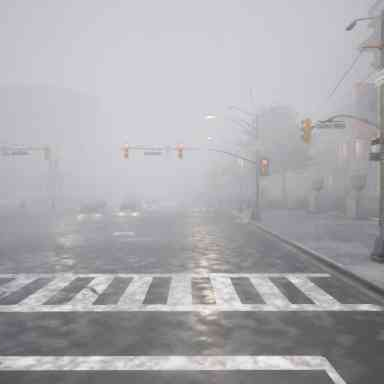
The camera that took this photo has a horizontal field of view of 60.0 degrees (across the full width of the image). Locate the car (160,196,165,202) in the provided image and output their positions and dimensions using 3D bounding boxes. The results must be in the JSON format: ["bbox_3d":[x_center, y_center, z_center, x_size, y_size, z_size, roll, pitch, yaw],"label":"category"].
[{"bbox_3d":[-7.464,1.478,72.773,1.882,1.535,5.008,0,0,-7],"label":"car"}]

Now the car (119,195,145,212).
[{"bbox_3d":[-7.164,1.477,38.913,1.882,1.535,5.008,0,0,0],"label":"car"}]

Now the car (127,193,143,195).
[{"bbox_3d":[-10.701,1.218,59.568,2.150,2.045,5.566,0,0,0],"label":"car"}]

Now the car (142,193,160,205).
[{"bbox_3d":[-7.200,1.477,58.667,1.882,1.535,5.008,0,0,0],"label":"car"}]

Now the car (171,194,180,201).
[{"bbox_3d":[-5.062,1.355,88.302,2.097,1.767,4.553,0,0,-29],"label":"car"}]

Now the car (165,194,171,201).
[{"bbox_3d":[-7.713,1.595,85.813,1.895,1.301,4.718,0,0,-25],"label":"car"}]

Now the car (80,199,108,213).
[{"bbox_3d":[-10.660,1.477,36.427,1.882,1.535,5.008,0,0,0],"label":"car"}]

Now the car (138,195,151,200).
[{"bbox_3d":[-12.487,1.512,87.271,1.895,1.301,4.718,0,0,-29],"label":"car"}]

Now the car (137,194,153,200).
[{"bbox_3d":[-13.276,1.427,94.429,1.882,1.535,5.008,0,0,-43],"label":"car"}]
